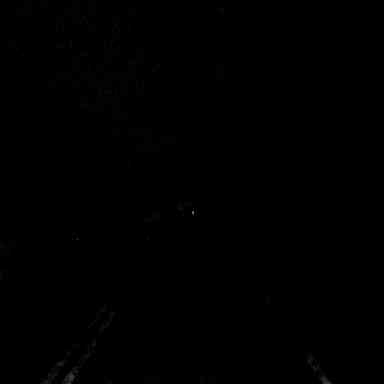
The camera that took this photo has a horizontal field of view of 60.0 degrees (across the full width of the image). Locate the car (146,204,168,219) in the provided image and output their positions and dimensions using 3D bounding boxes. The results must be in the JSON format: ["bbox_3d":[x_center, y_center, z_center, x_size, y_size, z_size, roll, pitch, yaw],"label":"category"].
[{"bbox_3d":[-3.345,1.875,32.890,2.033,1.411,5.357,0,-1,0],"label":"car"}]

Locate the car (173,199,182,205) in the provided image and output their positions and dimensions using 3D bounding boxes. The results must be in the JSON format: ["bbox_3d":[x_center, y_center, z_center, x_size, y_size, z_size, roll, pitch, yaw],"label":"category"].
[{"bbox_3d":[-3.234,2.220,73.003,1.895,1.301,4.718,0,-1,0],"label":"car"}]

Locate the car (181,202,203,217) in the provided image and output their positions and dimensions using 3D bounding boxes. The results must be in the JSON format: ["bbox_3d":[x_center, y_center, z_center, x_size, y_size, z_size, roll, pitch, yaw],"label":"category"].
[{"bbox_3d":[0.106,1.860,35.745,1.837,1.490,4.892,0,-1,0],"label":"car"}]
